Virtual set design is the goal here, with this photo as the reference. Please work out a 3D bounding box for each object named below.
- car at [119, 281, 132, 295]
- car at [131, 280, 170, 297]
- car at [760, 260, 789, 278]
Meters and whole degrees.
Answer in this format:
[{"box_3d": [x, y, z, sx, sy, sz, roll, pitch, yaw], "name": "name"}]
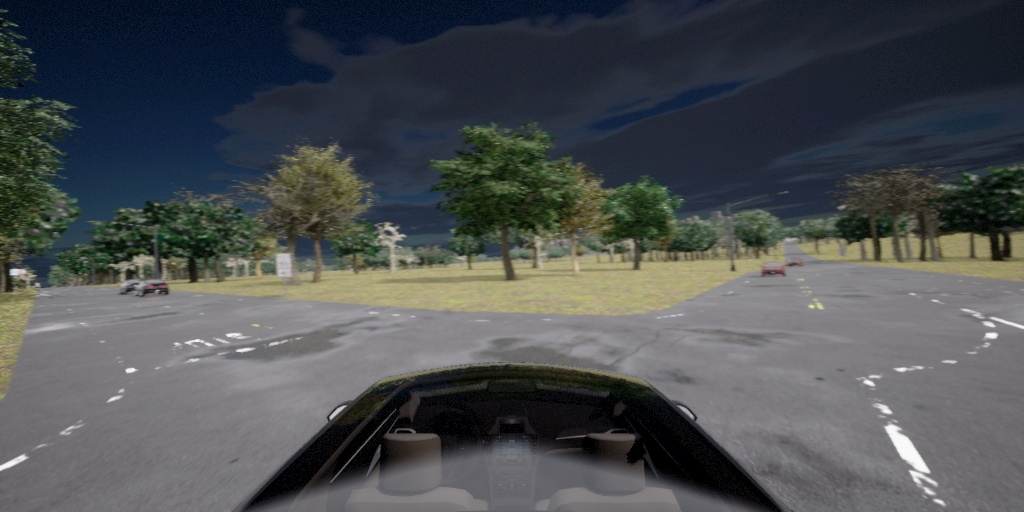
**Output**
[{"box_3d": [-42.196, 3.448, 40.079, 4.892, 1.490, 1.837, -3, 0, 37], "name": "car"}, {"box_3d": [-33.952, 3.007, 33.831, 4.892, 1.490, 1.837, -3, 0, 38], "name": "car"}, {"box_3d": [25.878, 1.284, 35.536, 1.882, 1.535, 5.008, -5, -3, 37], "name": "car"}]
